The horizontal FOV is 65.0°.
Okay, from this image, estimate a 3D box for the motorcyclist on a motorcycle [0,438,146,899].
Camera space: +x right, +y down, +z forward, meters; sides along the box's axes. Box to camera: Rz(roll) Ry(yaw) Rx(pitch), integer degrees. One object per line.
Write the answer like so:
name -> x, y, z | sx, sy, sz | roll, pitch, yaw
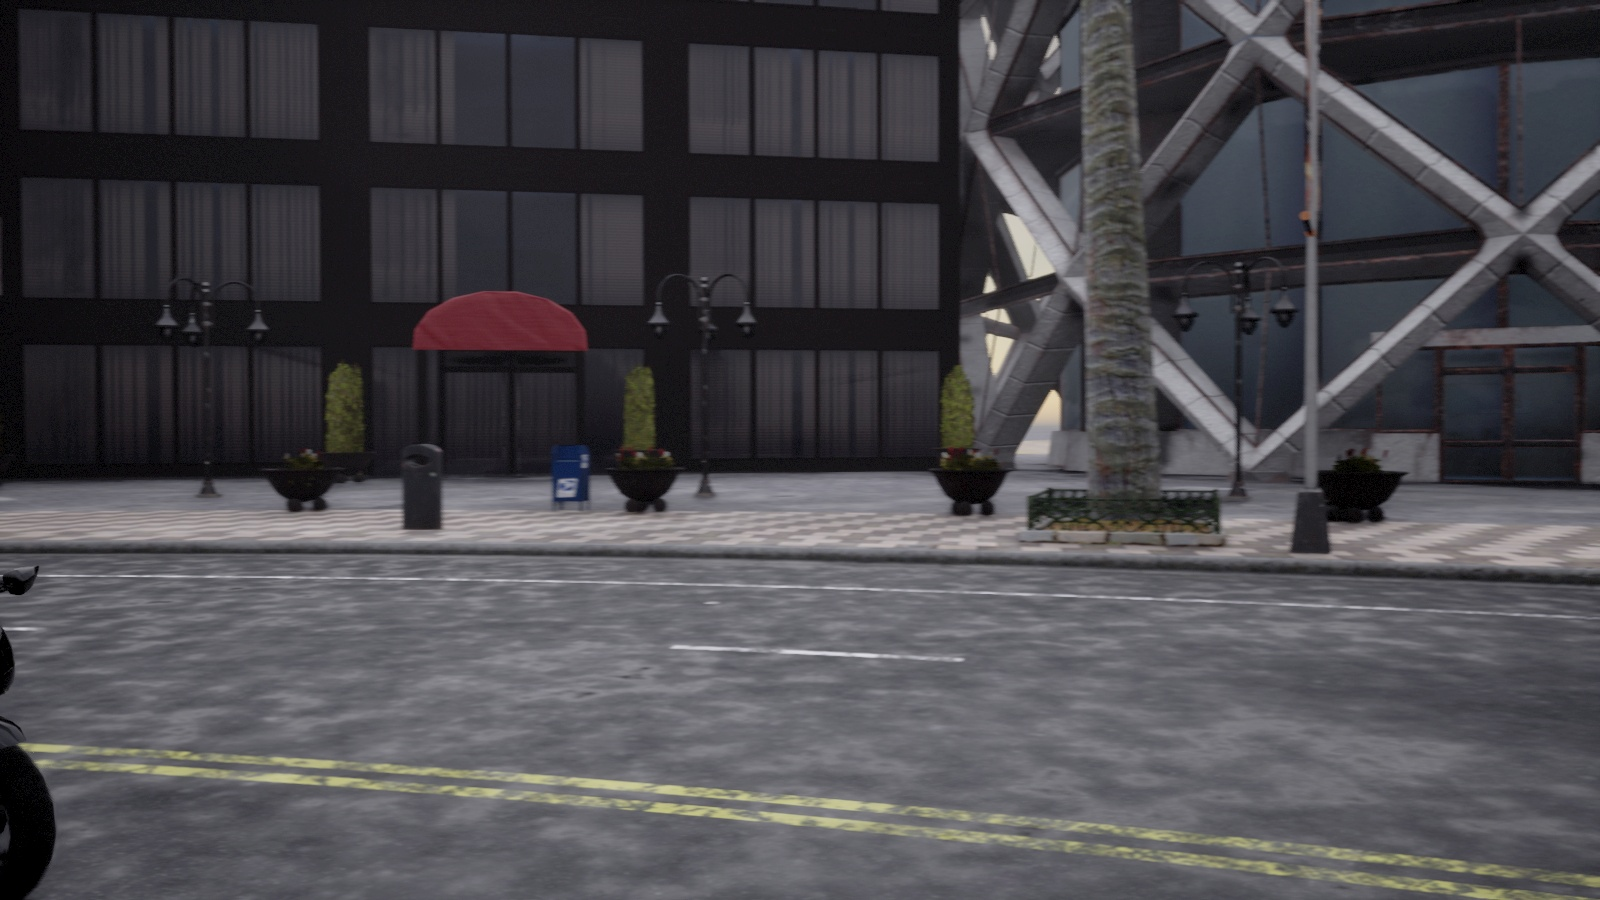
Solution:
motorcyclist on a motorcycle -> -3.359, 0.725, 4.168 | 2.044, 1.523, 0.797 | 0, 1, 11
